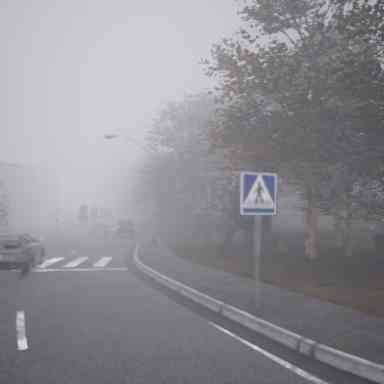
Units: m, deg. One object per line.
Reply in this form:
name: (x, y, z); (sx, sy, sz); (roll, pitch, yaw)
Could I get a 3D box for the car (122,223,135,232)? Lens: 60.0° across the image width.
car: (-10.375, 5.810, 54.761); (1.895, 1.301, 4.718); (1, -4, -8)

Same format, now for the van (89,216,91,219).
van: (-24.743, 6.584, 75.159); (1.878, 1.987, 4.442); (1, -4, -8)

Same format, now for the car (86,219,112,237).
car: (-11.887, 4.773, 43.092); (2.097, 1.767, 4.553); (1, -4, -8)

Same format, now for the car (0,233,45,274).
car: (-6.954, 2.259, 12.763); (1.994, 1.385, 4.181); (2, -6, -16)

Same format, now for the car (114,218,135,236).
car: (-8.866, 4.760, 44.219); (2.150, 2.045, 5.566); (1, -4, -8)

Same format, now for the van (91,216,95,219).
van: (-25.491, 6.922, 80.645); (1.878, 1.987, 4.442); (1, -4, -8)

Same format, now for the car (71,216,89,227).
car: (-24.006, 6.222, 69.763); (2.435, 2.045, 5.566); (1, -4, -8)
